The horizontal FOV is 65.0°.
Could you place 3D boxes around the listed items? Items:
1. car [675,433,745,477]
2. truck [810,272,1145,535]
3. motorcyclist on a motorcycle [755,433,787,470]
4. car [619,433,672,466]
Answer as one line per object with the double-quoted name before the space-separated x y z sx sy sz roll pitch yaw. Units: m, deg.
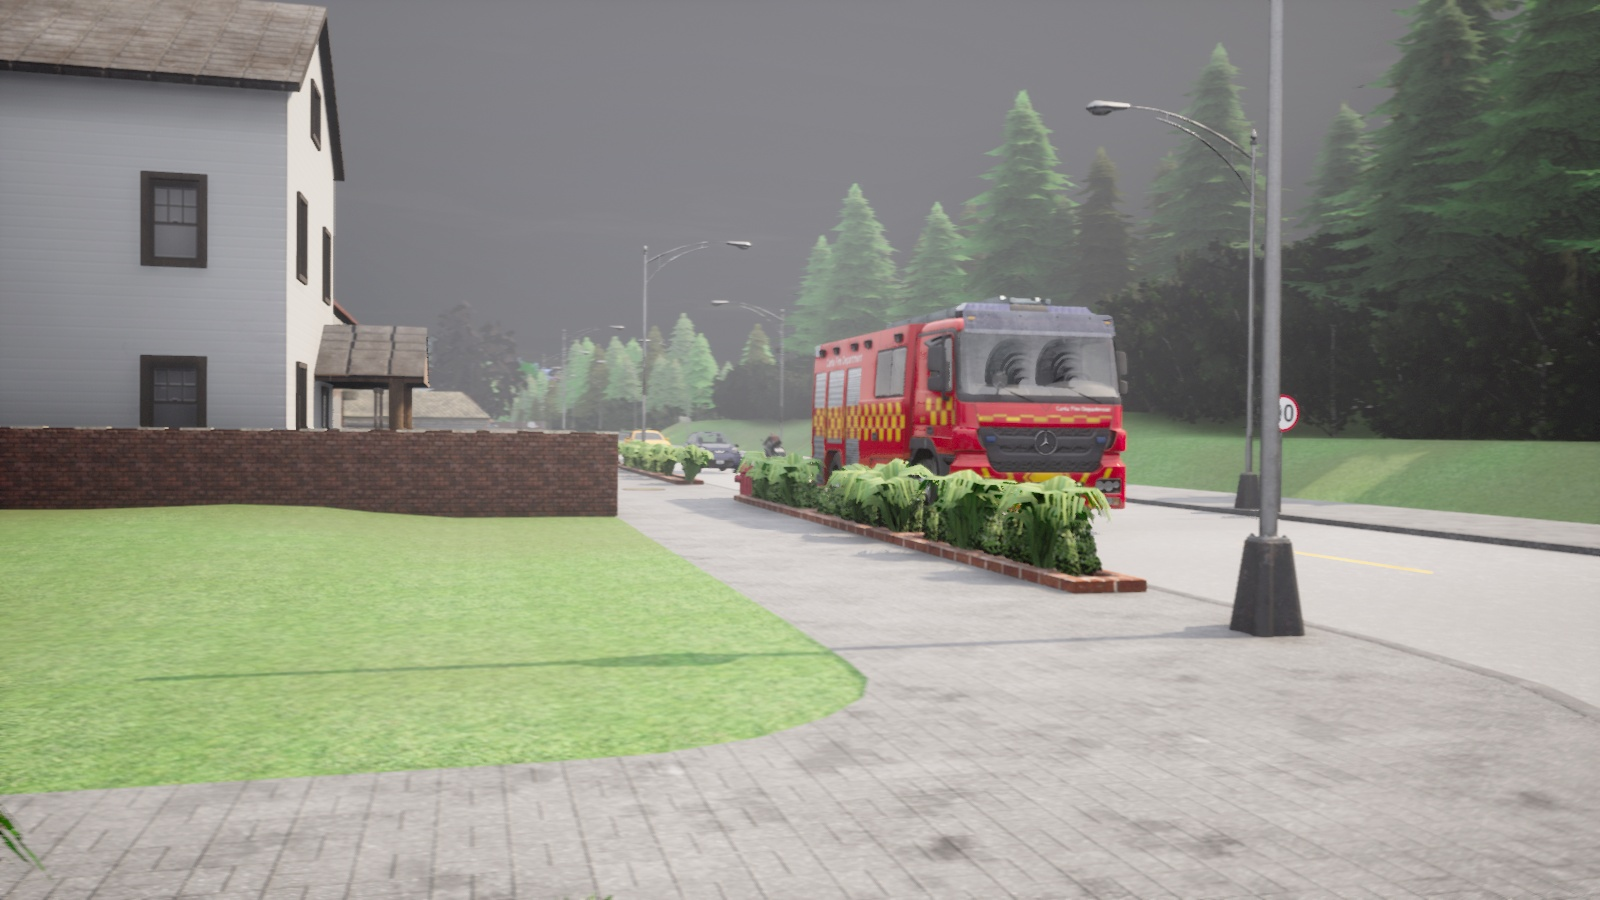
"car" -3.273 0.160 45.283 1.845 1.501 3.633 -1 1 -15
"truck" 2.713 -0.743 22.712 2.891 3.827 8.468 -1 1 -15
"motorcyclist on a motorcycle" -1.248 0.037 53.232 0.866 1.530 2.191 -1 1 -15
"car" -7.660 -0.077 61.774 1.882 1.535 5.008 -1 1 -15
